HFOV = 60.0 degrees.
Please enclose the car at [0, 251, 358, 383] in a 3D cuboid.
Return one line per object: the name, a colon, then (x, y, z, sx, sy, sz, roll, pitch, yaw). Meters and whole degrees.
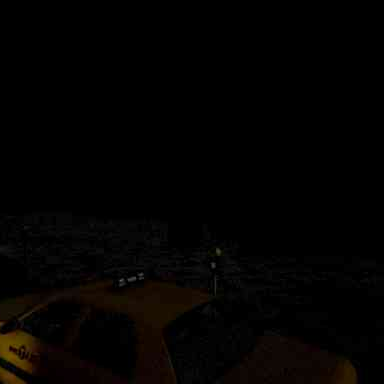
car: (-0.854, 1.525, 3.577, 4.829, 1.417, 1.752, 0, 0, 36)
